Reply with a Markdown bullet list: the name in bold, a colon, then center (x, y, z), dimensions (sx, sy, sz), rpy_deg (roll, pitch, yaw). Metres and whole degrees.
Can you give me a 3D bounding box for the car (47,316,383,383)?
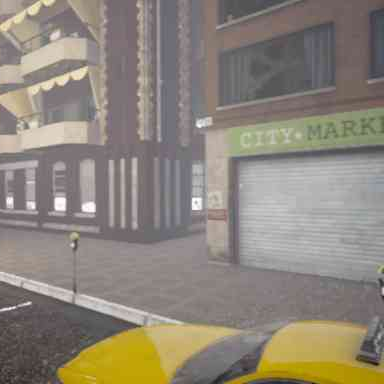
- **car**: center (0.911, 1.527, 2.226), dimensions (4.829, 1.417, 1.752), rpy_deg (0, 0, 36)
